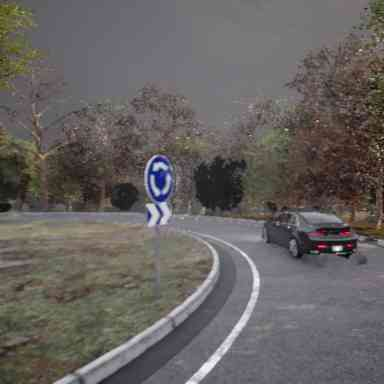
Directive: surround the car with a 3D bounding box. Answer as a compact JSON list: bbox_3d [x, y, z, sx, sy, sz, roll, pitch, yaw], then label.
[{"bbox_3d":[4.035,1.390,12.187,1.837,1.490,4.892,-1,0,-6],"label":"car"}]
